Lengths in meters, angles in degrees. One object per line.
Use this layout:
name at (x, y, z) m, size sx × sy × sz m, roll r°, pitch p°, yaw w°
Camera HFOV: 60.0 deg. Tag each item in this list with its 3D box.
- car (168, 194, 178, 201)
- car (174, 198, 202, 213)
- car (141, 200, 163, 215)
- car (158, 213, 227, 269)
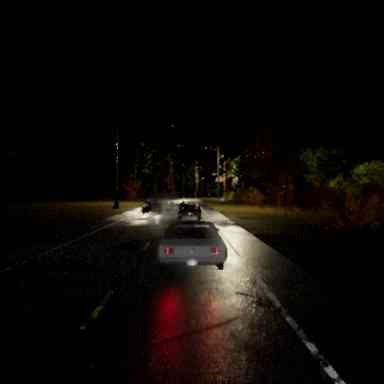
car at (-4.322, 1.251, 74.415) m, size 1.837 × 1.490 × 4.892 m, roll 0°, pitch 0°, yaw -1°
car at (-0.193, 1.443, 27.805) m, size 2.128 × 1.511 × 4.902 m, roll 0°, pitch 0°, yaw -1°
car at (-3.955, 1.490, 33.926) m, size 2.033 × 1.411 × 5.357 m, roll 0°, pitch 0°, yaw -1°
car at (-0.005, 1.582, 11.032) m, size 1.895 × 1.301 × 4.718 m, roll 0°, pitch 0°, yaw 0°
